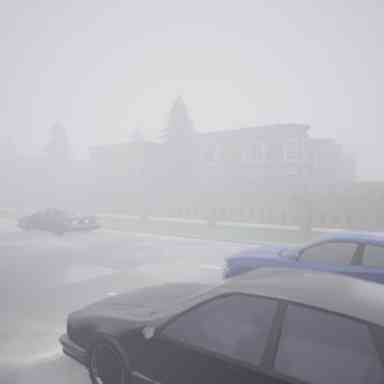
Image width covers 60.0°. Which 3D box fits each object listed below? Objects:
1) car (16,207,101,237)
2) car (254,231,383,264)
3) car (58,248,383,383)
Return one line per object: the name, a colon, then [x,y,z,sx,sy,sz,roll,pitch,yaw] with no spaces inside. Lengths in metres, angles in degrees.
car: [-7.186,1.492,17.723,5.357,1.411,2.033,0,0,36]
car: [2.923,1.474,6.206,5.008,1.535,1.882,0,0,36]
car: [0.955,1.544,3.312,5.357,1.411,2.033,0,0,36]
